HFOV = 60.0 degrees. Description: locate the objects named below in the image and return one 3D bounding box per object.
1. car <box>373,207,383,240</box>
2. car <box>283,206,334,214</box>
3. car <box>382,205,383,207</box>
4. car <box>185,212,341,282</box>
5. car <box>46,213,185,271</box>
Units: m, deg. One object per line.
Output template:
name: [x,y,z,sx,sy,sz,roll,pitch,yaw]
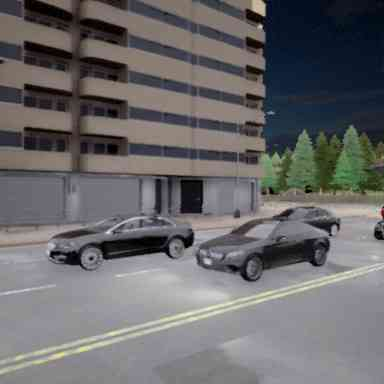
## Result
car: [10.368,1.564,15.651,4.181,1.385,1.994,0,0,-35]
car: [5.403,1.505,16.417,4.892,1.490,1.837,0,0,-35]
car: [15.727,1.031,23.696,5.566,2.045,2.150,0,0,-36]
car: [2.285,1.526,9.914,4.674,1.442,1.812,0,0,-36]
car: [-2.159,1.491,11.046,4.902,1.511,2.128,0,0,-35]
